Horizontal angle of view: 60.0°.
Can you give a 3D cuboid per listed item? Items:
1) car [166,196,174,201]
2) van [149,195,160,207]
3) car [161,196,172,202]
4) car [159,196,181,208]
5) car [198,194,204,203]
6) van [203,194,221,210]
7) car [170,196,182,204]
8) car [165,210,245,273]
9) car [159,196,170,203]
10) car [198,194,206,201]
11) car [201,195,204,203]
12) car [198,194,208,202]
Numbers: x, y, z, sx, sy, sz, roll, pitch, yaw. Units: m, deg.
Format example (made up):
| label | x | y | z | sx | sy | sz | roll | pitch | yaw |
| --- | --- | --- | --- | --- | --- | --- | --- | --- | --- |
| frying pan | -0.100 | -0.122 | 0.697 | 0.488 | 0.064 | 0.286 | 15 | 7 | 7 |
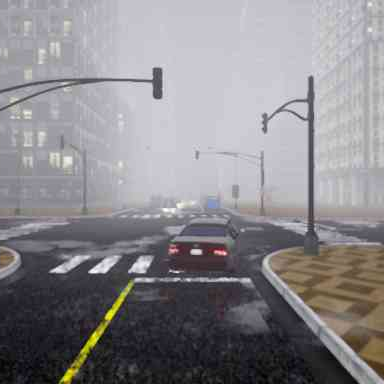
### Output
| label | x | y | z | sx | sy | sz | roll | pitch | yaw |
| --- | --- | --- | --- | --- | --- | --- | --- | --- | --- |
| car | -5.655 | 1.650 | 86.215 | 1.802 | 1.307 | 4.206 | 0 | 0 | 0 |
| van | -5.775 | 1.385 | 52.980 | 1.690 | 1.788 | 3.998 | 0 | 0 | 0 |
| car | -5.696 | 1.611 | 75.136 | 2.008 | 1.369 | 4.403 | 0 | 0 | 0 |
| car | -3.189 | 1.531 | 48.540 | 2.128 | 1.511 | 4.902 | 0 | 0 | 0 |
| car | 2.666 | 1.371 | 69.567 | 2.192 | 1.841 | 5.009 | 0 | 0 | 0 |
| van | 2.679 | 1.376 | 41.875 | 1.690 | 1.788 | 3.998 | 0 | 0 | 0 |
| car | -3.066 | 1.600 | 64.198 | 2.033 | 1.411 | 5.357 | 0 | 0 | 1 |
| car | 0.646 | 1.558 | 10.820 | 2.033 | 1.411 | 5.357 | 0 | 0 | 12 |
| car | -5.716 | 1.623 | 69.597 | 1.947 | 1.339 | 4.313 | 0 | 0 | 0 |
| car | 2.746 | 1.386 | 91.725 | 2.192 | 1.841 | 5.009 | 0 | 0 | 0 |
| car | 2.608 | 1.584 | 47.413 | 1.887 | 1.381 | 4.507 | 0 | 0 | 0 |
| car | 2.706 | 1.379 | 80.647 | 2.192 | 1.841 | 5.009 | 0 | 0 | 0 |
